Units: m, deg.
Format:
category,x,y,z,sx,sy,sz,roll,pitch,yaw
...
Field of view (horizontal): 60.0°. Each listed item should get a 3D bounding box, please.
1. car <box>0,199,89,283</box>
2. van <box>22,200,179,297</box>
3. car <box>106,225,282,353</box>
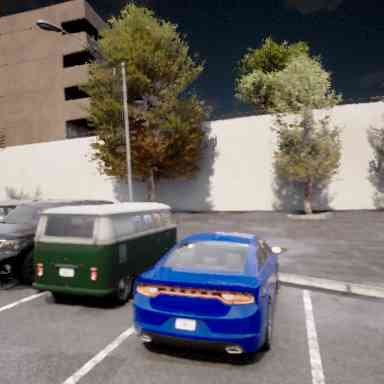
category,x,y,z,sx,sy,sz,roll,pitch,yaw
car,-4.175,1.258,10.010,2.435,2.045,5.566,1,-1,17
van,-1.736,1.282,8.360,1.878,1.987,4.442,0,-1,17
car,0.633,1.503,6.449,2.097,1.535,5.008,0,-1,17
